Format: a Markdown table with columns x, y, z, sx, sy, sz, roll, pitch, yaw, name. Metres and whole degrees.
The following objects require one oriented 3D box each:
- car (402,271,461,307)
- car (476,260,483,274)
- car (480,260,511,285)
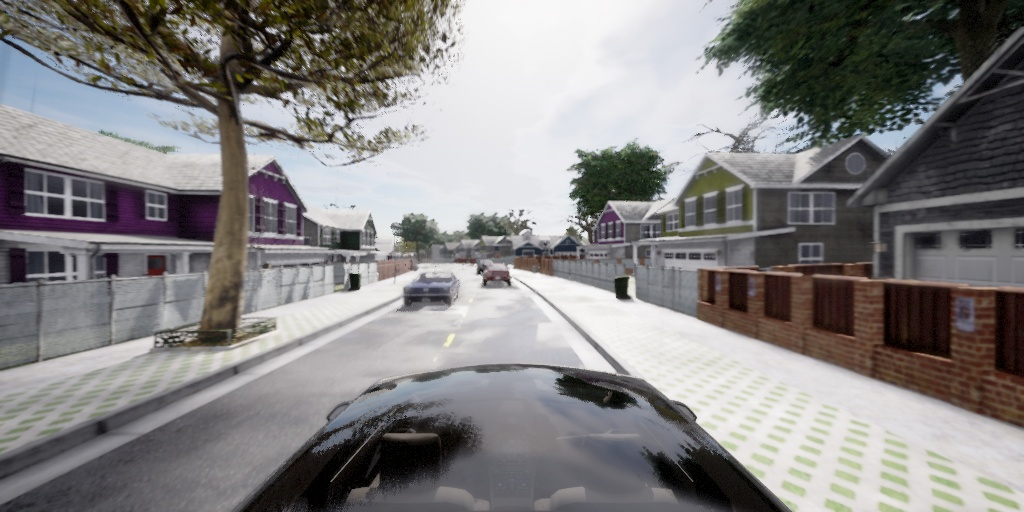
| x | y | z | sx | sy | sz | roll | pitch | yaw | name |
| --- | --- | --- | --- | --- | --- | --- | --- | --- | --- |
| -3.308 | 1.322 | 15.483 | 1.895 | 1.301 | 4.718 | 0 | 0 | -3 | car |
| -2.948 | 1.192 | 40.073 | 1.837 | 1.490 | 4.892 | 0 | 0 | -8 | car |
| -1.097 | 1.225 | 25.128 | 1.812 | 1.442 | 4.674 | 0 | 0 | -5 | car |
